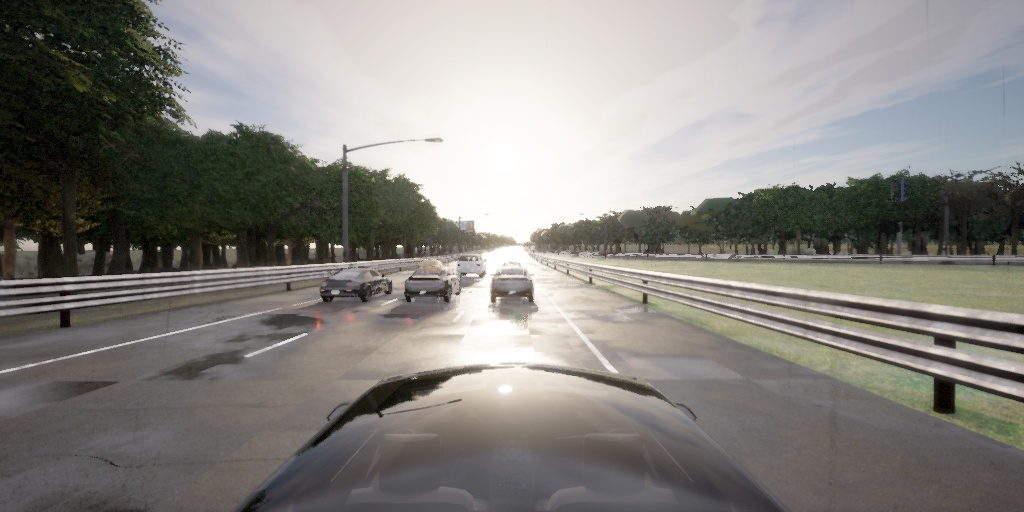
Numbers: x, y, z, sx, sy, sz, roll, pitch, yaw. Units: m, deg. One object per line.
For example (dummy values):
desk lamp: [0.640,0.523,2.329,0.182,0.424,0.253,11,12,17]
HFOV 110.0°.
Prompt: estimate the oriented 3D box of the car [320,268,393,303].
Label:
car: [-7.000,1.256,16.497,1.812,1.442,4.674,0,0,0]

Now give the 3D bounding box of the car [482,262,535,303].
car: [0.000,1.218,16.497,2.128,1.511,4.902,0,0,0]

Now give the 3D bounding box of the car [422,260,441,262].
car: [-7.000,1.072,31.491,1.882,1.535,5.008,0,1,0]

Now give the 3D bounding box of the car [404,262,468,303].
car: [-3.500,1.218,16.497,2.128,1.511,4.902,0,0,0]

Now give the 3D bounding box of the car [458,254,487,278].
car: [-3.501,0.845,31.518,2.150,2.045,5.566,0,1,0]
